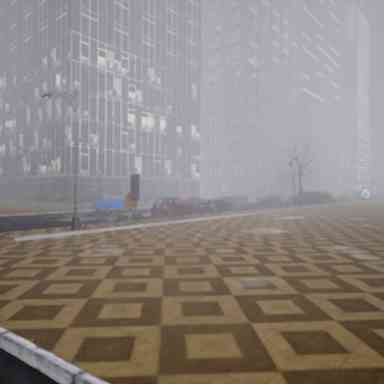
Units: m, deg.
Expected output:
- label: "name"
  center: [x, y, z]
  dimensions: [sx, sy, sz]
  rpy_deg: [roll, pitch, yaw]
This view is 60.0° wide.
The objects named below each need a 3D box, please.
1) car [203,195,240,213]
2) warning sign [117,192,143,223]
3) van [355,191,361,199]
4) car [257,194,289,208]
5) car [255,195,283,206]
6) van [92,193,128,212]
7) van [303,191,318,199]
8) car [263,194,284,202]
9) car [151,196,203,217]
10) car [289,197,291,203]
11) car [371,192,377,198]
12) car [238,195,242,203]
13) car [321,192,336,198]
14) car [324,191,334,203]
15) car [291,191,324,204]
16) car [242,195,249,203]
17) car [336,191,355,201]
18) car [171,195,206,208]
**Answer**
- label: "car"
  center: [2.277, 1.264, 31.711]
  dimensions: [1.947, 1.339, 4.313]
  rpy_deg: [1, 1, 41]
- label: "warning sign"
  center: [-3.911, 0.926, 20.991]
  dimensions: [1.300, 1.860, 1.060]
  rpy_deg: [0, 0, 41]
- label: "van"
  center: [35.619, 0.639, 70.561]
  dimensions: [1.690, 1.788, 3.998]
  rpy_deg: [1, 1, 41]
- label: "car"
  center: [9.646, 1.190, 40.378]
  dimensions: [1.802, 1.307, 4.206]
  rpy_deg: [1, 1, 41]
- label: "car"
  center: [10.630, 1.117, 45.577]
  dimensions: [1.994, 1.385, 4.181]
  rpy_deg: [1, 1, 41]
- label: "van"
  center: [-7.914, 1.021, 32.997]
  dimensions: [1.690, 1.788, 3.998]
  rpy_deg: [1, 1, 41]
- label: "van"
  center: [25.569, 0.621, 71.728]
  dimensions: [1.690, 1.788, 3.998]
  rpy_deg: [1, 1, 41]
- label: "car"
  center: [14.436, 0.979, 58.795]
  dimensions: [1.947, 1.339, 4.313]
  rpy_deg: [1, 1, 41]
- label: "car"
  center: [-1.390, 1.183, 27.360]
  dimensions: [1.967, 1.590, 4.097]
  rpy_deg: [1, 1, 41]
- label: "car"
  center: [16.879, 1.041, 52.919]
  dimensions: [1.994, 1.385, 4.181]
  rpy_deg: [1, 1, 41]
- label: "car"
  center: [39.327, 0.804, 74.877]
  dimensions: [2.008, 1.369, 4.403]
  rpy_deg: [1, 1, 41]
- label: "car"
  center: [3.743, 1.132, 42.381]
  dimensions: [2.033, 1.411, 5.357]
  rpy_deg: [1, 1, 41]
- label: "car"
  center: [32.988, 0.758, 80.358]
  dimensions: [1.947, 1.339, 4.313]
  rpy_deg: [1, 1, 41]
- label: "car"
  center: [20.778, 0.790, 53.310]
  dimensions: [2.192, 1.841, 5.009]
  rpy_deg: [1, 1, 41]
- label: "car"
  center: [17.068, 0.834, 48.998]
  dimensions: [2.192, 1.841, 5.009]
  rpy_deg: [1, 1, 41]
- label: "car"
  center: [7.015, 1.068, 50.169]
  dimensions: [1.947, 1.339, 4.313]
  rpy_deg: [1, 1, 41]
- label: "car"
  center: [28.308, 0.910, 62.067]
  dimensions: [1.752, 1.417, 4.829]
  rpy_deg: [1, 1, 41]
- label: "car"
  center: [-0.411, 1.136, 41.552]
  dimensions: [1.887, 1.381, 4.507]
  rpy_deg: [1, 1, 41]
